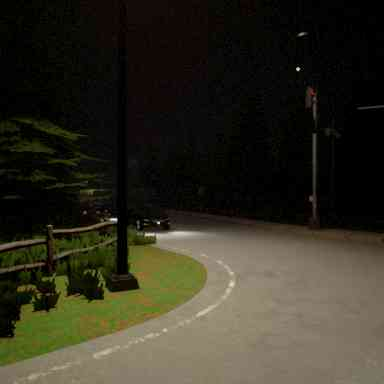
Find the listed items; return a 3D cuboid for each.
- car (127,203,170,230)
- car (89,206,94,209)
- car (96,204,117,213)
[{"bbox_3d":[-2.892,1.478,20.722,1.837,1.490,4.892,0,0,-25],"label":"car"},{"bbox_3d":[-11.719,1.499,40.206,1.812,1.442,4.674,0,0,-24],"label":"car"},{"bbox_3d":[-7.047,1.537,29.766,1.994,1.385,4.181,0,0,-24],"label":"car"}]
